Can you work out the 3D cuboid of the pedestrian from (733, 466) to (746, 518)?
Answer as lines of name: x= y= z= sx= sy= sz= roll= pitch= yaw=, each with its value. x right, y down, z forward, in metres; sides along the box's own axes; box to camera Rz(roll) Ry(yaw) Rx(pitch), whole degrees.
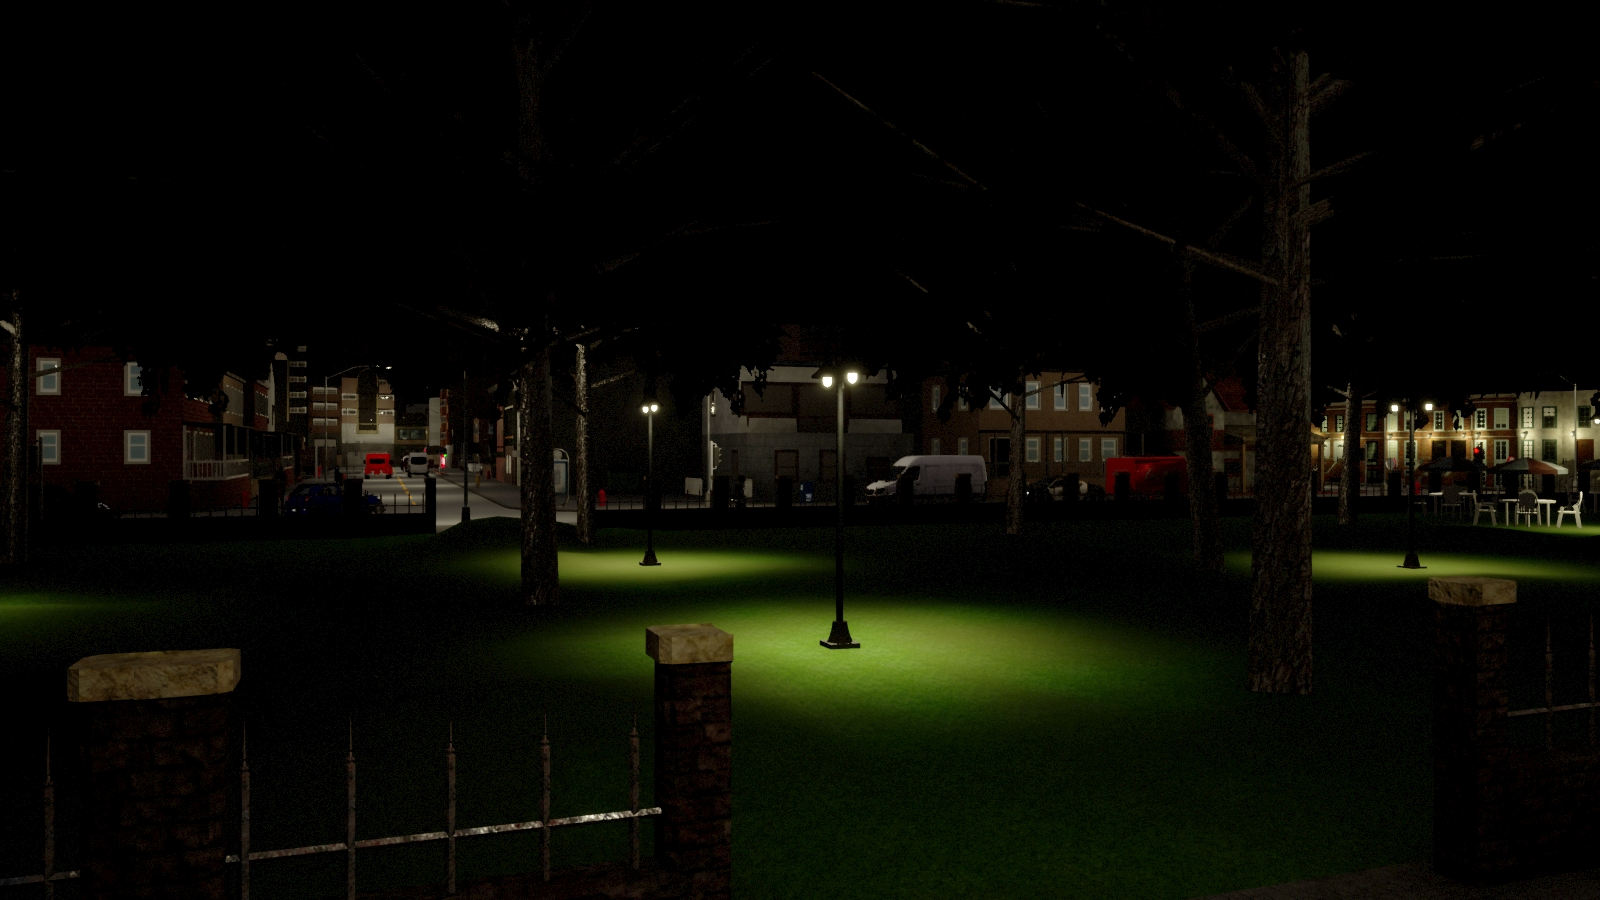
pedestrian: x=-2.204 y=1.525 z=41.314 sx=0.375 sy=1.860 sz=0.375 roll=0 pitch=0 yaw=-20

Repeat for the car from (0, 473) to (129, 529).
car: x=-25.409 y=1.685 z=38.475 sx=4.553 sy=1.767 sz=2.097 roll=0 pitch=0 yaw=-20

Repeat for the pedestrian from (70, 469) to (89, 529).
pedestrian: x=-22.675 y=1.525 z=35.971 sx=0.375 sy=1.860 sz=0.375 roll=0 pitch=0 yaw=31

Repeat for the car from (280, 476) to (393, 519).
car: x=-18.011 y=1.818 z=44.516 sx=1.845 sy=1.501 sz=3.633 roll=0 pitch=0 yaw=36
